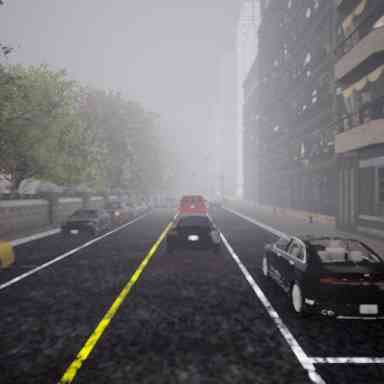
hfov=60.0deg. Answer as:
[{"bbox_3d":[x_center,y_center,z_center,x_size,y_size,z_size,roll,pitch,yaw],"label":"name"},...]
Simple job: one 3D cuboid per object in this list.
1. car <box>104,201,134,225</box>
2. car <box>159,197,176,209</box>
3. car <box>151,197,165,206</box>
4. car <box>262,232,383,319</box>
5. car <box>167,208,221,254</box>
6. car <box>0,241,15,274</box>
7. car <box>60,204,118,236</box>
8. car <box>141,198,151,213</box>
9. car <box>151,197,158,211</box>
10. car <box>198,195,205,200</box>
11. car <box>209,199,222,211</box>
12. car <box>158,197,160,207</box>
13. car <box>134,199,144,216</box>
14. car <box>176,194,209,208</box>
[{"bbox_3d":[-5.691,1.432,23.859,1.967,1.590,4.097,0,0,0],"label":"car"},{"bbox_3d":[-3.097,1.517,46.204,1.812,1.442,4.674,0,0,0],"label":"car"},{"bbox_3d":[-5.826,1.538,57.091,1.887,1.381,4.507,0,0,0],"label":"car"},{"bbox_3d":[2.691,1.547,7.246,2.008,1.369,4.403,0,0,0],"label":"car"},{"bbox_3d":[0.066,1.557,13.457,1.994,1.385,4.181,0,0,0],"label":"car"},{"bbox_3d":[-5.689,1.522,7.072,1.752,1.417,4.829,0,0,0],"label":"car"},{"bbox_3d":[-5.691,1.559,18.320,1.947,1.339,4.313,0,0,0],"label":"car"},{"bbox_3d":[-5.693,1.516,34.766,1.752,1.417,4.829,0,0,0],"label":"car"},{"bbox_3d":[-5.694,1.431,40.475,1.967,1.590,4.097,0,0,0],"label":"car"},{"bbox_3d":[2.676,1.584,95.010,1.947,1.339,4.313,0,0,0],"label":"car"},{"bbox_3d":[2.686,1.542,40.478,2.008,1.369,4.403,0,0,0],"label":"car"},{"bbox_3d":[-5.774,1.542,51.551,2.008,1.369,4.403,0,0,0],"label":"car"},{"bbox_3d":[-5.692,1.573,29.397,1.802,1.307,4.206,0,0,0],"label":"car"},{"bbox_3d":[0.059,1.215,27.831,2.150,2.045,5.566,0,0,0],"label":"car"}]
